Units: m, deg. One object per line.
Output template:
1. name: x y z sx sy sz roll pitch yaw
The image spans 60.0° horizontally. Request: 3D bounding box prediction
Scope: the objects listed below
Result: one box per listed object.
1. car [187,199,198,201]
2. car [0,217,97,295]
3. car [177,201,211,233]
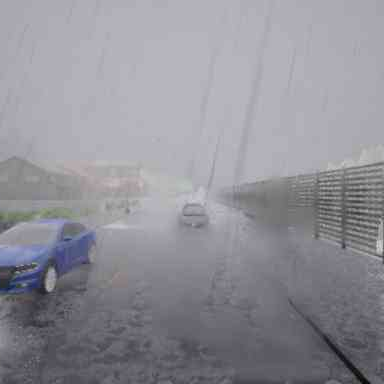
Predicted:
1. car: 0.084 1.607 39.347 1.882 1.535 5.008 0 0 0
2. car: -4.070 1.508 9.040 1.882 1.535 5.008 0 0 0
3. car: 0.102 1.559 20.056 2.128 1.511 4.902 0 0 0
